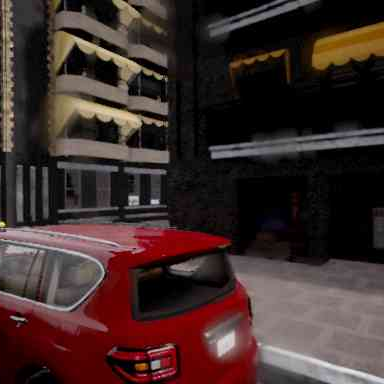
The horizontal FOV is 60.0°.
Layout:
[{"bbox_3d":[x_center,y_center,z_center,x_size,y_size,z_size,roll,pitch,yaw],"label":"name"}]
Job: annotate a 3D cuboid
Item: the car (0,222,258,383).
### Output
[{"bbox_3d":[-1.667,1.300,4.087,5.009,1.841,2.192,0,-1,36],"label":"car"}]
